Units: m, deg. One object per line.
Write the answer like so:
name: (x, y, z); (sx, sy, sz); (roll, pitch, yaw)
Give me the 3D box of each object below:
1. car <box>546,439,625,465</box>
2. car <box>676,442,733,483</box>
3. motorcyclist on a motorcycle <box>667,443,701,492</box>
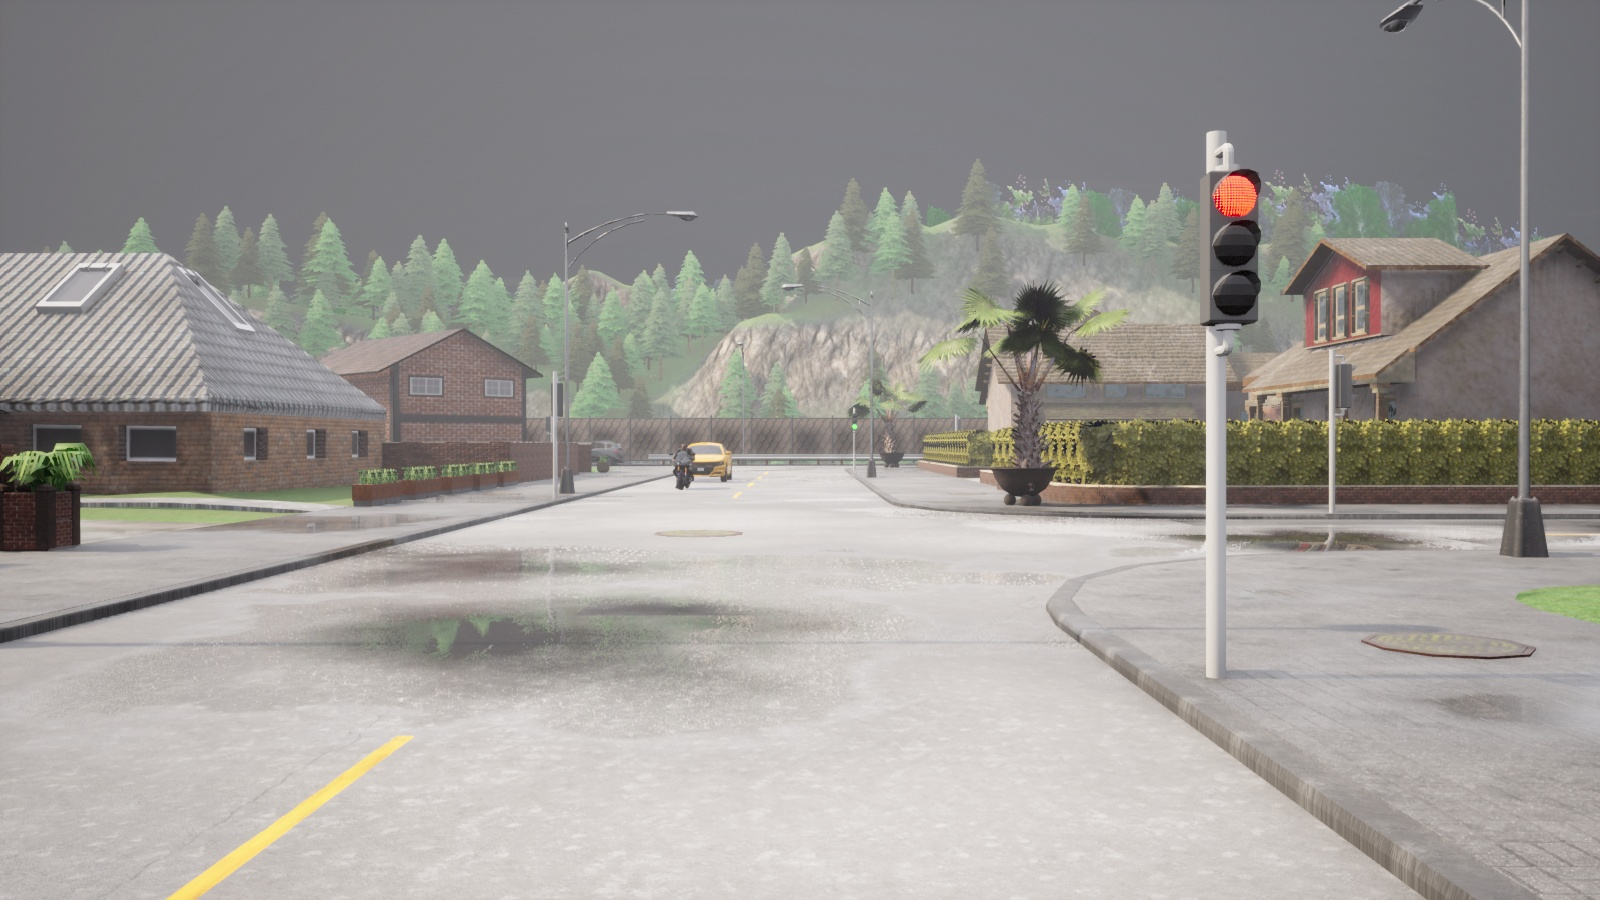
car: (-13.621, 0.128, 80.009); (4.611, 1.667, 2.242); (0, 0, 1)
car: (-3.719, 0.441, 49.599); (1.882, 1.535, 5.008); (0, 0, 0)
motorcyclist on a motorcycle: (-3.750, 0.549, 40.694); (0.866, 1.530, 2.191); (0, 0, 1)
